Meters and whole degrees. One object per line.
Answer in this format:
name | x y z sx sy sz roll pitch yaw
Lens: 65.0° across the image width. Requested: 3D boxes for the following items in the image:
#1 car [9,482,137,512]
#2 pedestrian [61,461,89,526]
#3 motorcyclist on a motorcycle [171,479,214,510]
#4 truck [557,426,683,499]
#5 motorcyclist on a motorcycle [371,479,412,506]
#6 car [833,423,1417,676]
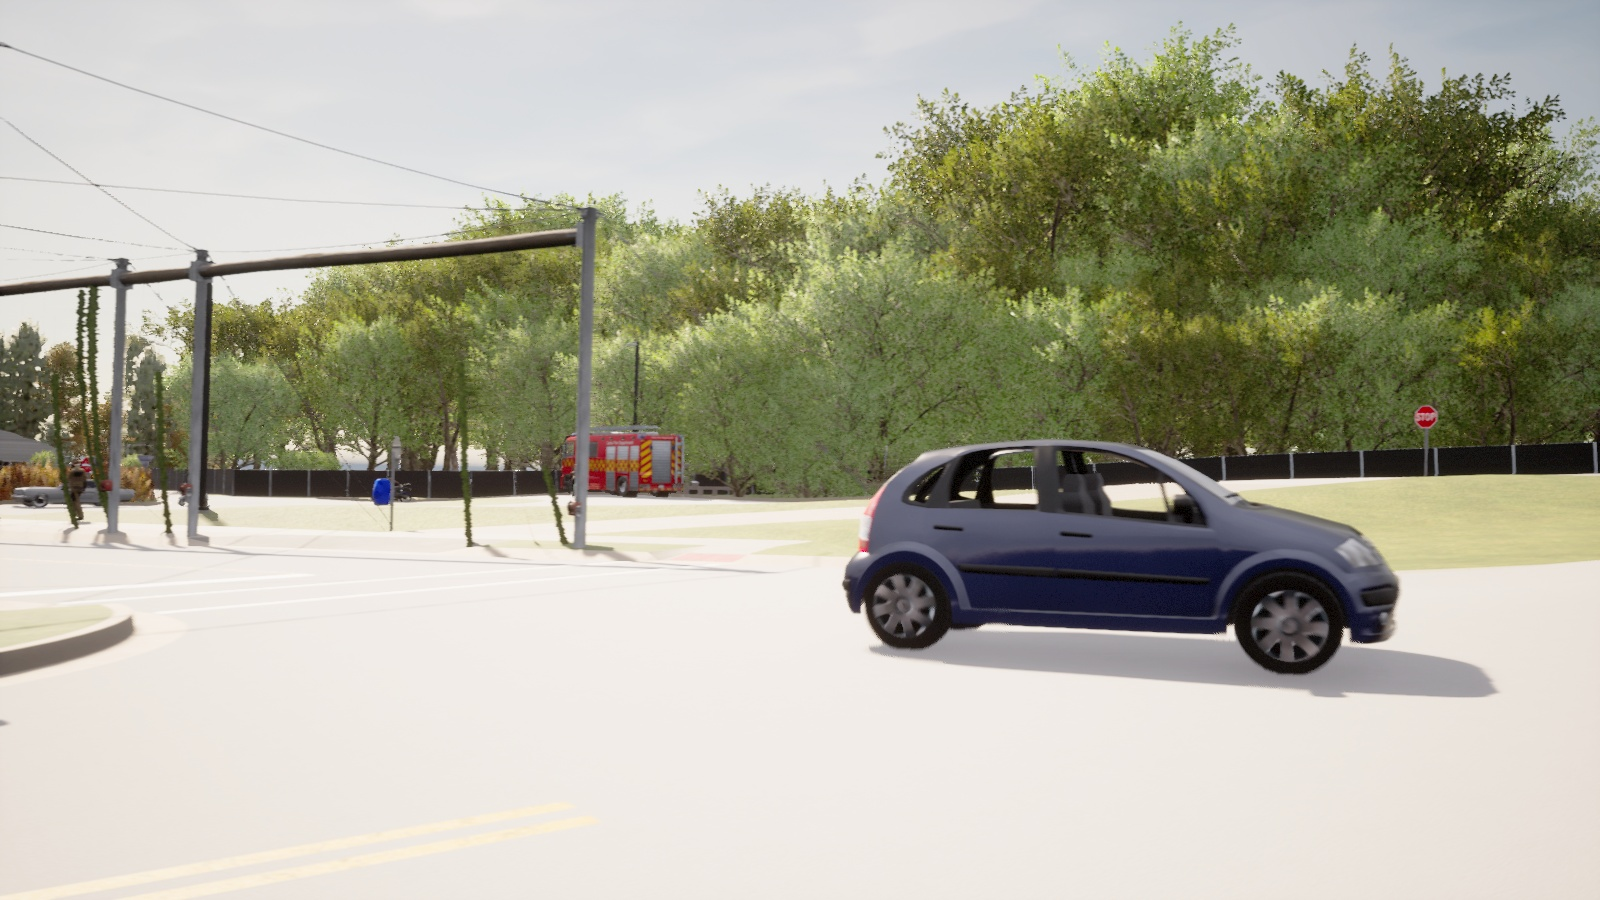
car | -33.315 2.128 57.598 1.895 1.301 4.718 -1 -2 44
pedestrian | -21.737 1.289 37.646 0.692 1.930 0.396 1 -1 31
motorcyclist on a motorcycle | -32.294 2.348 66.776 0.866 1.590 1.817 1 -1 29
truck | -10.077 0.707 69.586 2.891 3.827 8.468 1 -1 -40
motorcyclist on a motorcycle | -24.048 2.514 73.904 2.191 1.530 0.866 -1 -1 -13
car | 2.453 0.666 9.648 3.988 1.617 1.851 -1 -1 23
